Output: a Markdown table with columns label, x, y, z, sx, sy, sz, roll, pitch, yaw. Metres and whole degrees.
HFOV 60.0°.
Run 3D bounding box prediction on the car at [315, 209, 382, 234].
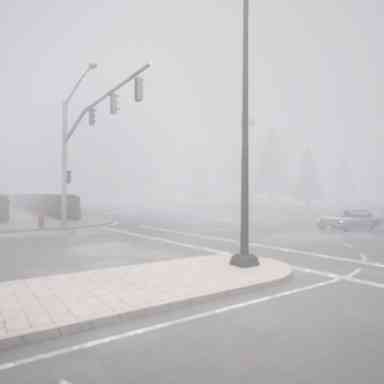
| label | x | y | z | sx | sy | sz | roll | pitch | yaw |
| --- | --- | --- | --- | --- | --- | --- | --- | --- | --- |
| car | 9.777 | 1.762 | 20.662 | 4.718 | 1.301 | 1.895 | 1 | 0 | -35 |
